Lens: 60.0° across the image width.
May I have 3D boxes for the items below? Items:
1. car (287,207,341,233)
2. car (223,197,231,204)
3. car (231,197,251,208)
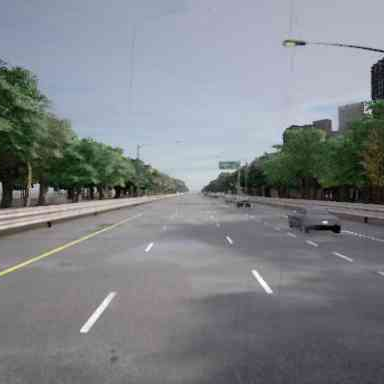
[{"bbox_3d":[7.020,1.573,19.531,1.994,1.385,4.181,0,0,0],"label":"car"},{"bbox_3d":[7.225,1.581,64.965,2.033,1.411,5.357,0,0,0],"label":"car"},{"bbox_3d":[7.119,1.530,47.299,1.837,1.490,4.892,0,0,0],"label":"car"}]
